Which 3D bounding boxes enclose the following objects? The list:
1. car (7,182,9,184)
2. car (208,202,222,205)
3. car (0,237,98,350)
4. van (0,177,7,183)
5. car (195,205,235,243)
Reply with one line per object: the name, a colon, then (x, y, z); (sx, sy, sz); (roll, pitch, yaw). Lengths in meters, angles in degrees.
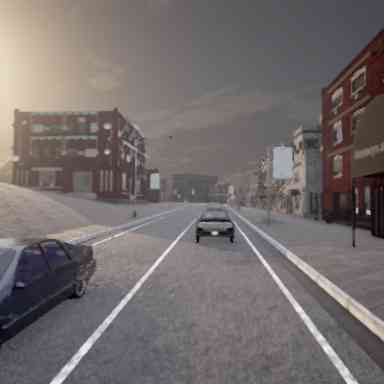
car: (-35.101, -1.130, 62.151); (2.163, 1.488, 4.792); (1, -4, -14)
car: (2.422, 1.795, 35.467); (2.097, 1.767, 4.553); (0, -1, 4)
car: (-3.313, 1.553, 5.803); (2.033, 1.411, 5.357); (0, 0, 3)
van: (-33.787, -1.720, 56.878); (1.878, 1.987, 4.442); (1, -4, -13)
car: (1.176, 1.641, 17.158); (2.128, 1.511, 4.902); (0, -1, 4)
